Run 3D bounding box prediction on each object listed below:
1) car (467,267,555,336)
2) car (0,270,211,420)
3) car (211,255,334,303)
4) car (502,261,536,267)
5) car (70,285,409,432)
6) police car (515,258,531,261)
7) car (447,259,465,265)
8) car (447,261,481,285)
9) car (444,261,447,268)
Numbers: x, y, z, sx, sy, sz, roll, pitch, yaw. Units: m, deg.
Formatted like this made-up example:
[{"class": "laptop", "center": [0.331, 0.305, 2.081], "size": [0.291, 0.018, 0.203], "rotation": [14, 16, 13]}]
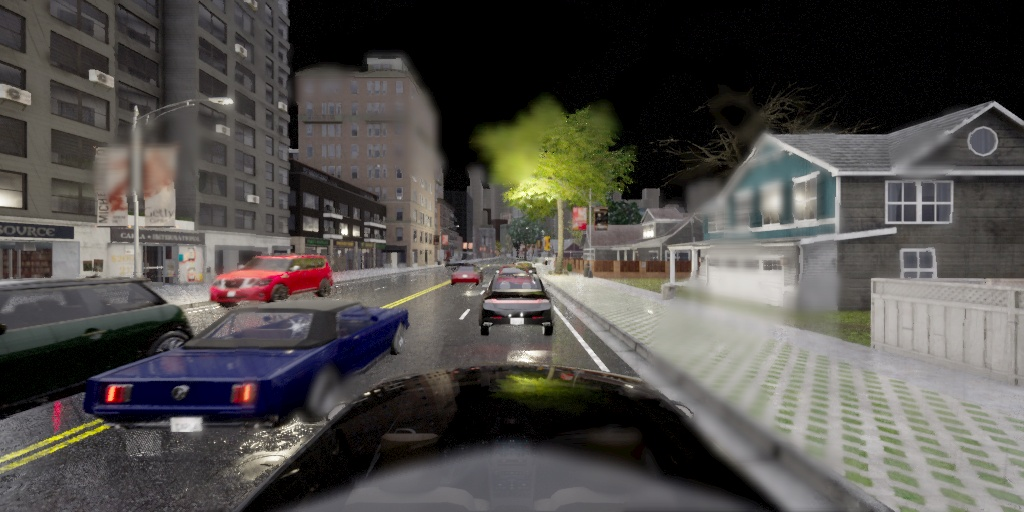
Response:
[{"class": "car", "center": [0.112, 1.239, 10.424], "size": [2.128, 1.511, 4.902], "rotation": [0, 0, 0]}, {"class": "car", "center": [-6.596, 1.102, 4.273], "size": [2.097, 1.767, 4.553], "rotation": [0, 0, 0]}, {"class": "car", "center": [-9.834, 0.965, 15.352], "size": [2.150, 2.045, 5.566], "rotation": [0, 0, 0]}, {"class": "car", "center": [0.120, 1.219, 19.928], "size": [1.882, 1.535, 5.008], "rotation": [0, 0, 0]}, {"class": "car", "center": [-3.145, 1.350, 5.700], "size": [1.895, 1.301, 4.718], "rotation": [0, 0, 0]}, {"class": "police car", "center": [1.005, 1.157, 29.657], "size": [1.930, 1.638, 5.238], "rotation": [0, 0, 0]}, {"class": "car", "center": [-6.558, 1.257, 46.043], "size": [2.033, 1.411, 5.357], "rotation": [0, 0, 0]}, {"class": "car", "center": [-3.122, 1.300, 25.798], "size": [1.994, 1.385, 4.181], "rotation": [0, 0, 0]}, {"class": "car", "center": [-9.777, 1.199, 58.550], "size": [1.837, 1.490, 4.892], "rotation": [0, 0, 0]}]
